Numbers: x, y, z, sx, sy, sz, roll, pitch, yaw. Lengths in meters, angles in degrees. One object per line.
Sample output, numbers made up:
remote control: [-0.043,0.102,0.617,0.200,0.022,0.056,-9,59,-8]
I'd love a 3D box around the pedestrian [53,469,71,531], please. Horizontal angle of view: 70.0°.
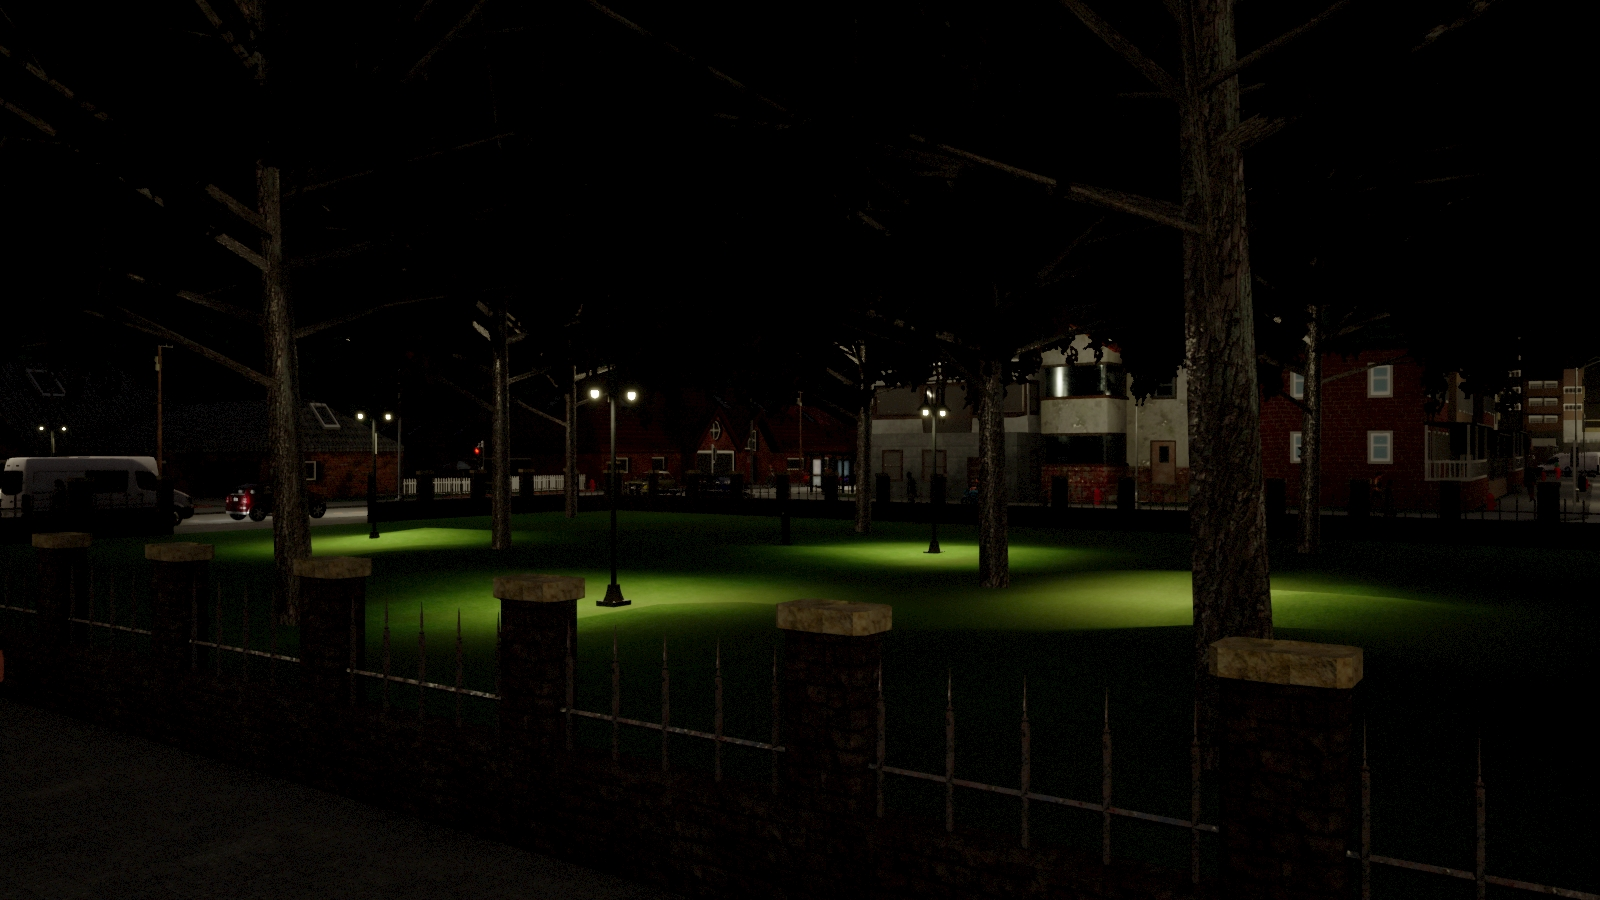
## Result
pedestrian: [-22.499,1.525,34.838,0.375,1.860,0.375,0,0,39]

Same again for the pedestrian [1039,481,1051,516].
pedestrian: [9.177,1.804,42.800,0.375,1.300,0.375,0,0,28]

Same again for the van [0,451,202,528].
van: [-24.847,1.314,40.778,1.988,2.561,5.915,0,0,36]

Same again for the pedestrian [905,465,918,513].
pedestrian: [4.402,1.524,45.119,0.375,1.860,0.375,0,0,35]

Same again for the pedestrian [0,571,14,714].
pedestrian: [-7.644,1.805,10.671,0.375,1.300,0.375,0,0,32]

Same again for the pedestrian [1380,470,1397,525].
pedestrian: [20.189,1.628,39.184,0.375,1.860,0.375,0,0,-23]
